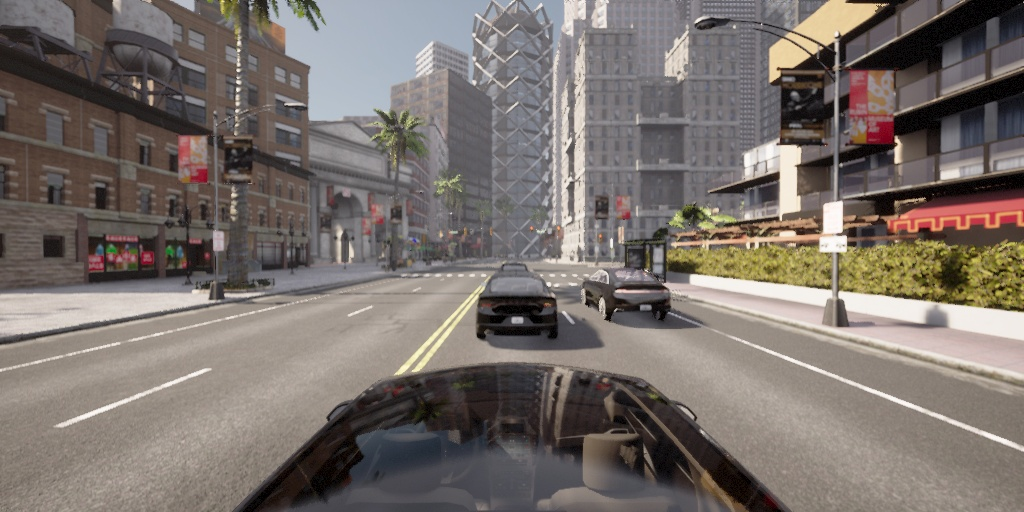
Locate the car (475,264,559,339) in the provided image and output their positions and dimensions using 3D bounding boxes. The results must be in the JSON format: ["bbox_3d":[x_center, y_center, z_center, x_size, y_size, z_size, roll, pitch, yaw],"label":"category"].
[{"bbox_3d":[0.110,1.156,9.880,1.882,1.535,5.008,0,0,0],"label":"car"}]

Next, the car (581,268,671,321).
[{"bbox_3d":[3.606,1.152,12.089,2.128,1.511,4.902,0,1,0],"label":"car"}]
